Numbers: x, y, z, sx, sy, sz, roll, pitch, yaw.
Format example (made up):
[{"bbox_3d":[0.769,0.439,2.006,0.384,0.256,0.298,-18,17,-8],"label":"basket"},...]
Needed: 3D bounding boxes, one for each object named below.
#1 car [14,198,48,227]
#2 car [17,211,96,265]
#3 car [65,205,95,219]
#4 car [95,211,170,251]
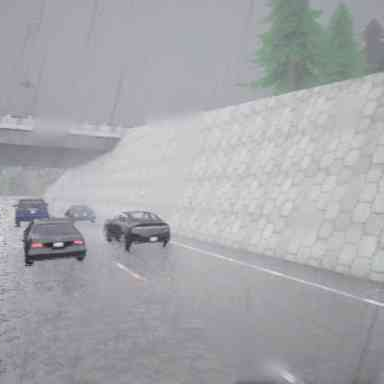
[{"bbox_3d":[-12.340,1.482,25.591,2.150,2.045,5.566,0,0,-28],"label":"car"},{"bbox_3d":[-5.223,1.664,12.310,2.033,1.411,5.357,0,0,-28],"label":"car"},{"bbox_3d":[-9.221,1.784,27.185,2.033,1.411,5.357,0,0,-28],"label":"car"},{"bbox_3d":[-2.595,1.598,14.839,2.128,1.511,4.902,0,0,-28],"label":"car"}]
